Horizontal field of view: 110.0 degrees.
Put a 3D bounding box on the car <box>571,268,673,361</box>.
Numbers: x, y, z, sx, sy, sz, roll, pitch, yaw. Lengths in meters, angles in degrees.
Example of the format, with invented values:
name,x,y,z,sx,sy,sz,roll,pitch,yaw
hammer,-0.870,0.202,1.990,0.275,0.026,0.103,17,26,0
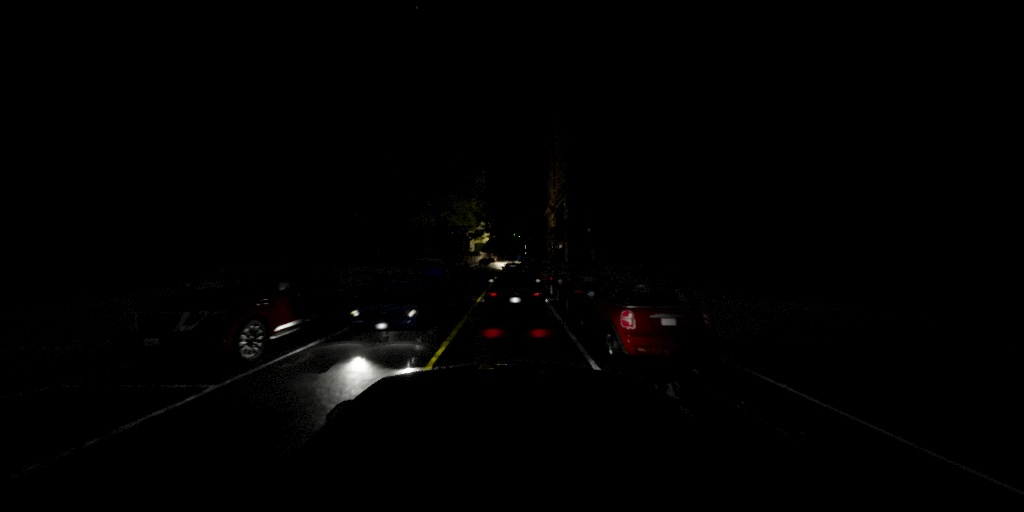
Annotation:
name,x,y,z,sx,sy,sz,roll,pitch,yaw
car,2.761,1.183,8.240,1.967,1.591,4.097,0,0,0

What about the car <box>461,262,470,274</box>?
name,x,y,z,sx,sy,sz,roll,pitch,yaw
car,-5.773,1.292,40.807,1.802,1.307,4.207,0,0,0

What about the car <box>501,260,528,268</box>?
name,x,y,z,sx,sy,sz,roll,pitch,yaw
car,0.093,1.250,28.703,1.812,1.442,4.674,0,0,0

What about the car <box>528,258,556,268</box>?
name,x,y,z,sx,sy,sz,roll,pitch,yaw
car,2.755,1.037,29.940,2.192,1.841,5.009,0,0,0

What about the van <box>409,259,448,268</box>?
name,x,y,z,sx,sy,sz,roll,pitch,yaw
van,-5.769,1.068,24.528,1.690,1.789,3.998,0,0,0

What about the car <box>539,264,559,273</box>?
name,x,y,z,sx,sy,sz,roll,pitch,yaw
car,2.758,1.284,19.090,2.007,1.370,4.403,0,0,0

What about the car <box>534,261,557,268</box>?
name,x,y,z,sx,sy,sz,roll,pitch,yaw
car,2.757,1.254,24.685,1.751,1.417,4.829,0,0,0

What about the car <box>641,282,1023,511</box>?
name,x,y,z,sx,sy,sz,roll,pitch,yaw
car,2.762,1.189,2.815,1.967,1.591,4.097,0,0,0

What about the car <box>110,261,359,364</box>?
name,x,y,z,sx,sy,sz,roll,pitch,yaw
car,-5.765,1.057,8.250,2.192,1.841,5.009,0,0,0

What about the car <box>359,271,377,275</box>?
name,x,y,z,sx,sy,sz,roll,pitch,yaw
car,-5.766,1.283,13.675,1.888,1.381,4.507,0,0,0

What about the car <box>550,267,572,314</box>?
name,x,y,z,sx,sy,sz,roll,pitch,yaw
car,2.758,1.283,13.665,1.888,1.381,4.507,0,0,0

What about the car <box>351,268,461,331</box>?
name,x,y,z,sx,sy,sz,roll,pitch,yaw
car,-3.103,1.287,11.206,2.033,1.411,5.357,0,0,0

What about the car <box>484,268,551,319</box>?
name,x,y,z,sx,sy,sz,roll,pitch,yaw
car,0.096,1.302,12.827,1.994,1.385,4.181,0,0,0

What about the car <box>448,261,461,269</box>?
name,x,y,z,sx,sy,sz,roll,pitch,yaw
car,-5.770,1.162,29.954,1.967,1.591,4.097,0,0,0
